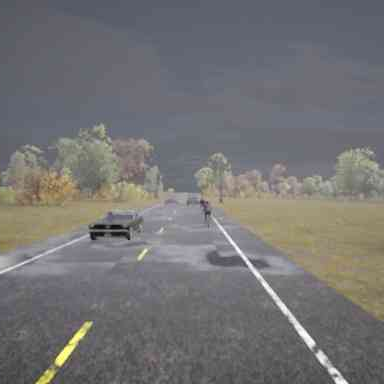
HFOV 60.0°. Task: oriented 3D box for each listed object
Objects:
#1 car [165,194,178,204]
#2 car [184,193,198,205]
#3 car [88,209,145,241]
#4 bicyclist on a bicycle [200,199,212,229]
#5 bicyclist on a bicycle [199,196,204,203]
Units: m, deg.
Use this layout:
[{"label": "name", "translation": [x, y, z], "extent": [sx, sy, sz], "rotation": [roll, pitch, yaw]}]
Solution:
[{"label": "car", "translation": [-3.531, 1.143, 57.339], "extent": [2.097, 1.767, 4.553], "rotation": [0, 0, 1]}, {"label": "car", "translation": [0.117, 1.290, 55.476], "extent": [2.128, 1.511, 4.902], "rotation": [0, 0, 0]}, {"label": "car", "translation": [-3.594, 1.541, 16.455], "extent": [1.895, 1.301, 4.718], "rotation": [0, 0, 0]}, {"label": "bicyclist on a bicycle", "translation": [0.971, 1.379, 20.241], "extent": [0.582, 1.620, 1.656], "rotation": [0, 0, 0]}, {"label": "bicyclist on a bicycle", "translation": [0.975, 1.258, 30.902], "extent": [0.659, 1.776, 1.843], "rotation": [0, 0, 0]}]
